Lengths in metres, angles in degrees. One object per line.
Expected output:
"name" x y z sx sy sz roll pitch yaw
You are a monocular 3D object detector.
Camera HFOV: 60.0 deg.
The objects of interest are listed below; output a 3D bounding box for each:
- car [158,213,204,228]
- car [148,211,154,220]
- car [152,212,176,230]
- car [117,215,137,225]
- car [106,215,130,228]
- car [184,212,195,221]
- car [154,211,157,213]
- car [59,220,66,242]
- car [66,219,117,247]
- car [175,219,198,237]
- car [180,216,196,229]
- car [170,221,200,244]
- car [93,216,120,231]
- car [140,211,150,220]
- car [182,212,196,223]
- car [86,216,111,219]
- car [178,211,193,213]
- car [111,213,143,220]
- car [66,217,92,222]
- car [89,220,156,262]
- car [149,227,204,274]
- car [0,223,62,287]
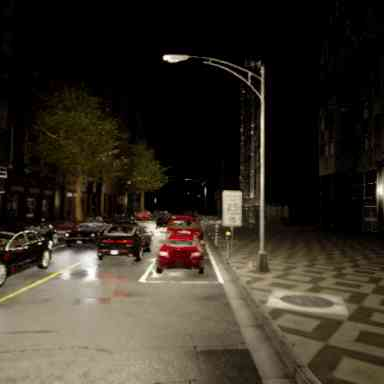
"car" -0.424 2.289 18.429 2.192 1.841 5.009 1 -3 0
"car" -9.051 4.564 63.470 2.192 1.841 5.009 1 -3 0
"car" -3.040 3.453 38.030 1.882 1.535 5.008 1 -3 0
"car" -9.018 3.894 46.563 1.947 1.339 4.313 1 -3 0
"car" -9.003 3.539 40.764 1.752 1.417 4.829 1 -3 0
"car" -0.540 5.029 69.103 2.192 1.841 5.009 1 -3 0
"car" -9.069 5.122 69.089 1.947 1.339 4.313 1 -3 0
"car" -8.952 2.382 18.407 1.947 1.339 4.313 1 -3 0
"car" -6.207 2.583 20.566 1.895 1.301 4.718 1 -3 0
"car" -0.455 3.139 29.675 1.947 1.339 4.313 1 -3 0
"car" -0.481 3.725 40.938 1.887 1.381 4.507 1 -3 0
"car" -0.442 2.839 24.045 1.947 1.339 4.313 1 -3 0
"car" -8.992 3.301 35.300 1.802 1.307 4.206 1 -3 0
"car" -9.043 4.487 57.826 1.887 1.381 4.507 1 -3 0
"car" -0.515 4.414 57.842 2.192 1.841 5.009 1 -3 0
"car" -8.976 2.856 29.675 1.967 1.590 4.097 1 -3 0
"car" -0.489 3.801 46.581 2.192 1.841 5.009 1 -3 0
"car" -6.213 3.010 30.635 2.128 1.511 4.902 1 -3 0
"car" -8.966 2.698 24.037 1.802 1.307 4.206 1 -3 0
"car" -3.057 2.285 15.672 1.837 1.490 4.892 1 -3 1
"car" -0.416 2.259 12.783 1.802 1.307 4.206 1 -3 0
"car" -6.180 1.965 10.685 1.837 1.490 4.892 1 -3 0
